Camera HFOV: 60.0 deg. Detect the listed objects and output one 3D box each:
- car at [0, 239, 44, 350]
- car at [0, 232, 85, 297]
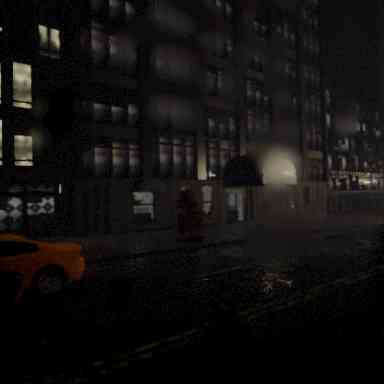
[{"bbox_3d":[-4.703,1.663,3.919,5.008,1.535,1.882,0,-2,-40],"label":"car"},{"bbox_3d":[-5.116,1.772,7.809,5.008,1.535,1.882,0,-2,-40],"label":"car"}]
